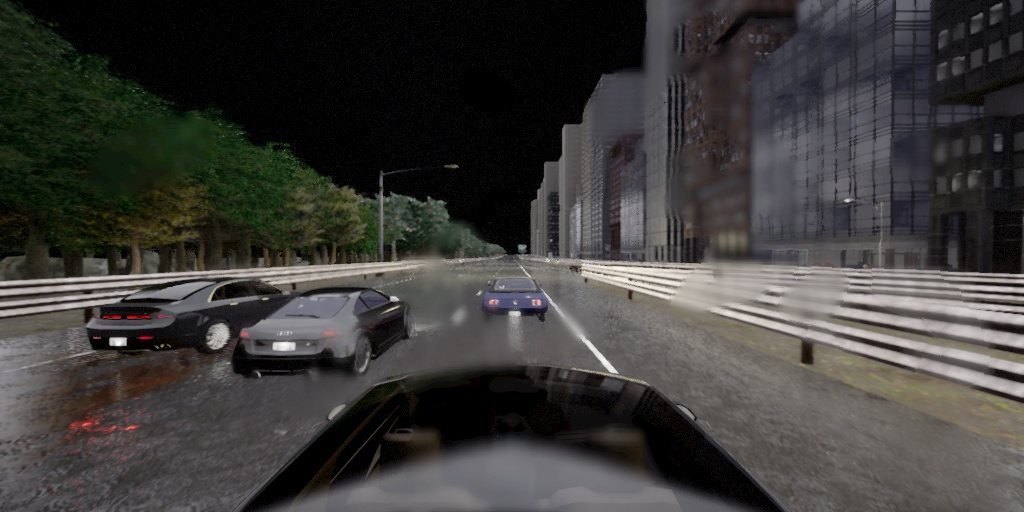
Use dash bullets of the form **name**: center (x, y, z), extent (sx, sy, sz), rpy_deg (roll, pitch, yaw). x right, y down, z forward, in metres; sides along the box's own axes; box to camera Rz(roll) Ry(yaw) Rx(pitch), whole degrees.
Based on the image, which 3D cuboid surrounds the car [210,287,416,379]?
- **car**: center (-3.401, 1.316, 7.355), extent (1.994, 1.385, 4.181), rpy_deg (0, 0, 0)

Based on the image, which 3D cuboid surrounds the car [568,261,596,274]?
- **car**: center (8.188, 1.308, 41.810), extent (2.163, 1.488, 4.792), rpy_deg (0, 0, -11)

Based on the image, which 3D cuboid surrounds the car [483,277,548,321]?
- **car**: center (0.097, 1.356, 12.398), extent (1.895, 1.301, 4.718), rpy_deg (0, 0, 0)

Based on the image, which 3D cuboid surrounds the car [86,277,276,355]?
- **car**: center (-6.901, 1.258, 8.706), extent (1.837, 1.490, 4.892), rpy_deg (0, 0, 0)
